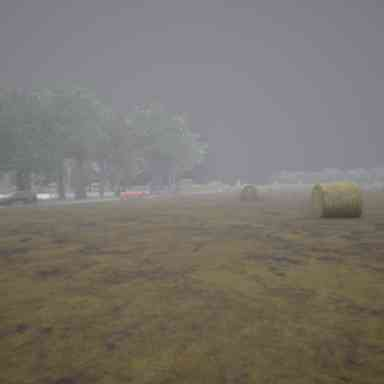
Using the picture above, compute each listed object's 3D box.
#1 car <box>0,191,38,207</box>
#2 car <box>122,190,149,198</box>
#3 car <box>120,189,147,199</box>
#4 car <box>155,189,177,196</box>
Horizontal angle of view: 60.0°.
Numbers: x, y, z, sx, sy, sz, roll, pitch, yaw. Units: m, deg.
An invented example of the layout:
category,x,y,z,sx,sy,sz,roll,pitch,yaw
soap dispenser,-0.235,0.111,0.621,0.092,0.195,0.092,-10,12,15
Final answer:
category,x,y,z,sx,sy,sz,roll,pitch,yaw
car,-24.855,0.959,47.333,2.150,2.045,5.566,-2,1,35
car,-11.294,0.424,66.313,2.033,1.411,5.357,-2,1,36
car,-11.157,0.305,61.648,2.097,1.767,4.553,-2,1,36
car,-5.396,-0.025,69.867,2.033,1.411,5.357,-2,1,35
